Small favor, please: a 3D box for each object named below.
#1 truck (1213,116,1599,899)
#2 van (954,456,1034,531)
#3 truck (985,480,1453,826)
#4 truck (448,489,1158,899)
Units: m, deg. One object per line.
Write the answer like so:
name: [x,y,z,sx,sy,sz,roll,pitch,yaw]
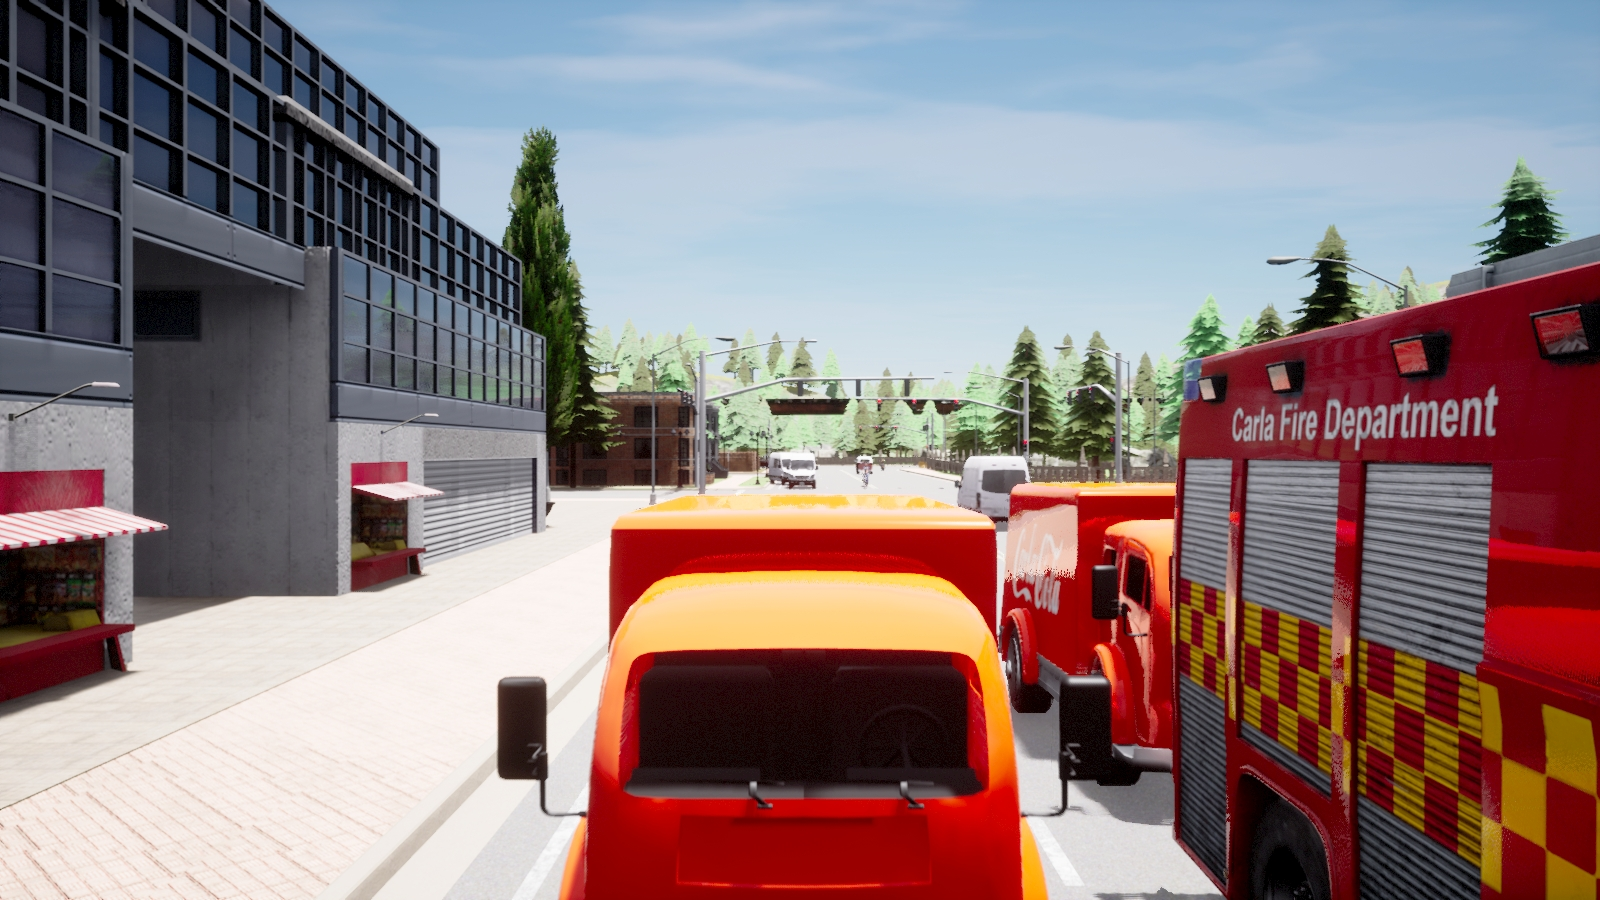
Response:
truck: [3.884,0.889,2.711,2.891,3.827,8.468,0,0,1]
van: [7.135,1.521,42.685,1.988,2.561,5.915,0,0,0]
truck: [3.527,1.572,11.068,2.627,2.467,5.204,0,-1,0]
truck: [0.013,1.563,6.832,2.627,2.467,5.204,0,0,0]
